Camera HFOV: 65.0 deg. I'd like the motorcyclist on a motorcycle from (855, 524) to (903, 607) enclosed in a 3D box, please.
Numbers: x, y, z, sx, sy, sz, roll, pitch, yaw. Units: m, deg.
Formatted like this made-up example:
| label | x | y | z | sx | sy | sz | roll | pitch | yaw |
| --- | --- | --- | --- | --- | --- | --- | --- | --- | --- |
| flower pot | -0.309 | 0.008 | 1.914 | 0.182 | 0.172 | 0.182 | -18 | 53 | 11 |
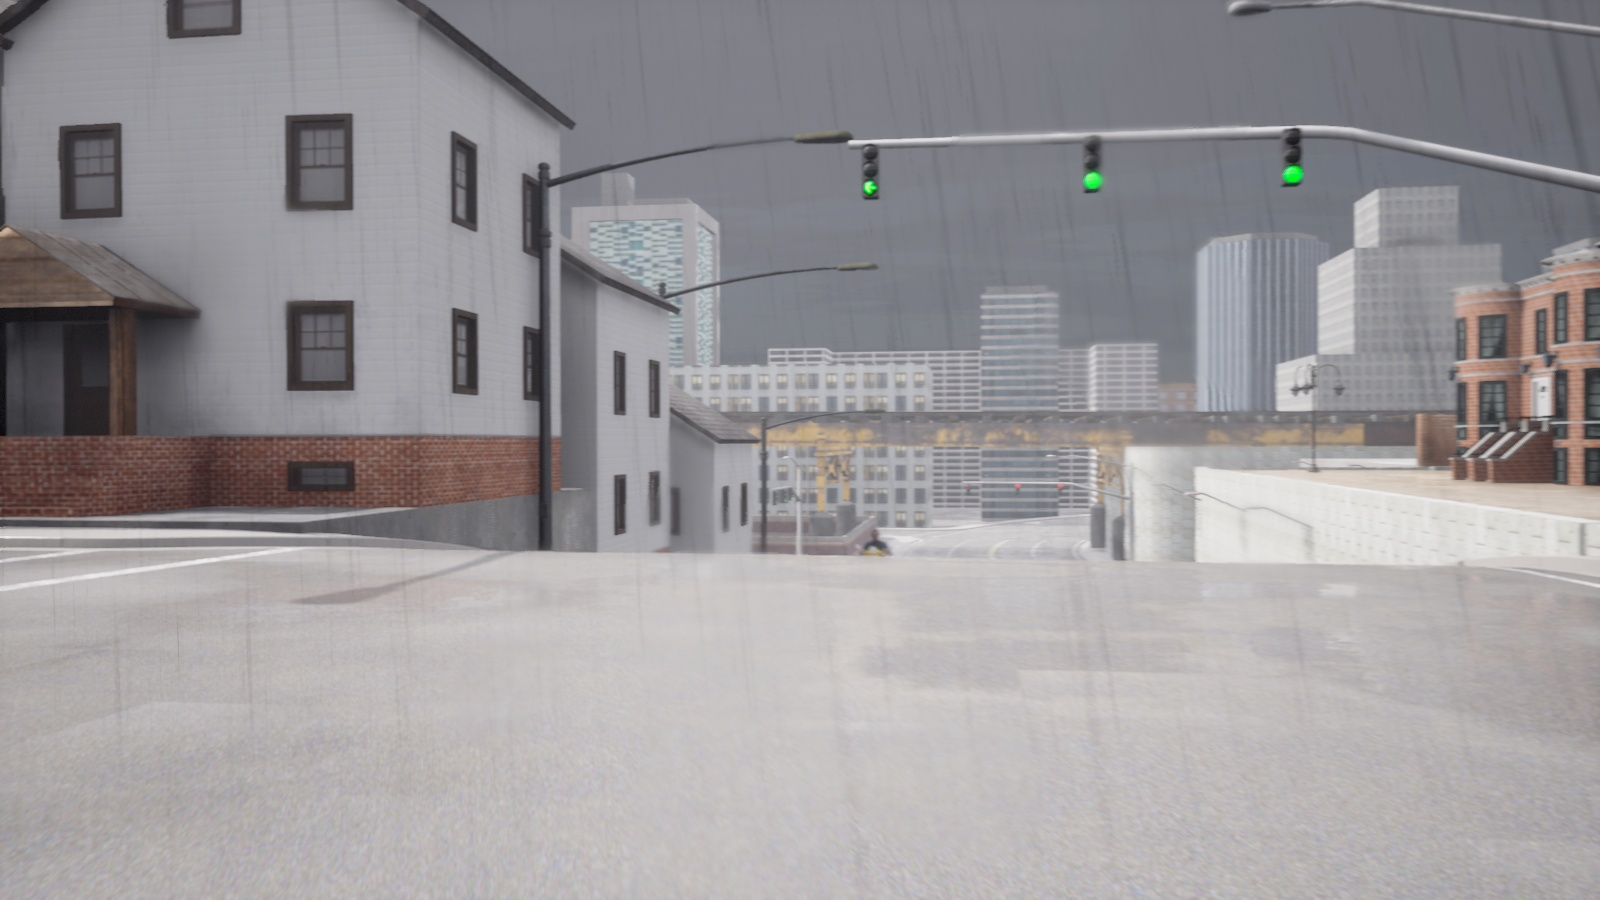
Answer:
| label | x | y | z | sx | sy | sz | roll | pitch | yaw |
| --- | --- | --- | --- | --- | --- | --- | --- | --- | --- |
| motorcyclist on a motorcycle | 1.741 | 2.535 | 27.363 | 0.866 | 1.590 | 1.817 | -1 | -13 | 9 |
